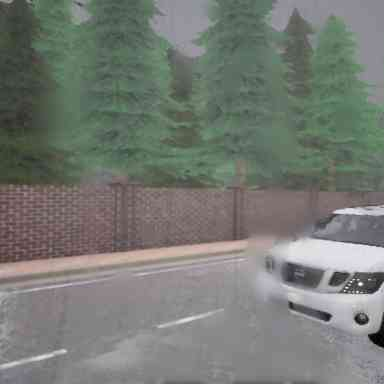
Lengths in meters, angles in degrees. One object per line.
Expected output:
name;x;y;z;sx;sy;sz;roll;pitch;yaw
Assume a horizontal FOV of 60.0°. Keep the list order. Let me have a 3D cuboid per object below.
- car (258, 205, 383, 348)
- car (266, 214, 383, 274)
car;3.847;1.309;6.708;5.566;2.045;2.150;1;-1;-35
car;5.015;1.641;11.721;4.892;1.490;1.837;1;-1;-34
